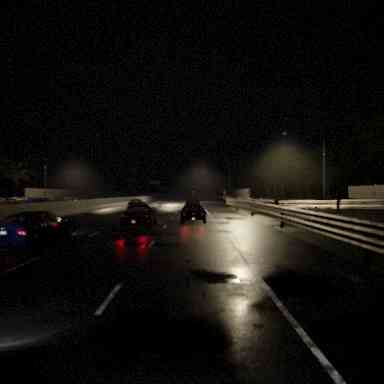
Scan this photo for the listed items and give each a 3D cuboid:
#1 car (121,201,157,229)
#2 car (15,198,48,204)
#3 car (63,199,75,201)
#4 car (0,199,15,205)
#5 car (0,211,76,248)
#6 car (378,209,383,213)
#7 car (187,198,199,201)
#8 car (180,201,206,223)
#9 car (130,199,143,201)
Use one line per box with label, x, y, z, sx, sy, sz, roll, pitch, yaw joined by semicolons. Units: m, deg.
car;-3.400;1.534;21.625;1.812;1.442;4.674;0;0;0
car;-21.060;1.534;44.390;1.882;1.535;5.008;0;-1;0
car;-17.539;1.667;47.143;1.895;1.301;4.718;0;0;1
car;-24.554;1.659;44.787;1.895;1.301;4.718;0;0;0
car;-6.900;1.551;14.713;2.033;1.411;5.357;0;0;0
car;20.344;1.323;31.983;1.837;1.490;4.892;1;-2;-19
car;0.099;1.529;42.850;1.882;1.535;5.008;0;0;0
car;0.100;1.615;25.940;1.895;1.301;4.718;0;0;0
car;-6.901;1.595;41.494;2.033;1.411;5.357;0;0;0
